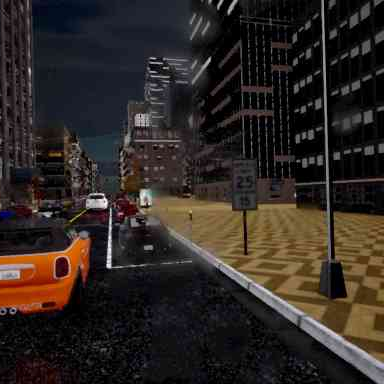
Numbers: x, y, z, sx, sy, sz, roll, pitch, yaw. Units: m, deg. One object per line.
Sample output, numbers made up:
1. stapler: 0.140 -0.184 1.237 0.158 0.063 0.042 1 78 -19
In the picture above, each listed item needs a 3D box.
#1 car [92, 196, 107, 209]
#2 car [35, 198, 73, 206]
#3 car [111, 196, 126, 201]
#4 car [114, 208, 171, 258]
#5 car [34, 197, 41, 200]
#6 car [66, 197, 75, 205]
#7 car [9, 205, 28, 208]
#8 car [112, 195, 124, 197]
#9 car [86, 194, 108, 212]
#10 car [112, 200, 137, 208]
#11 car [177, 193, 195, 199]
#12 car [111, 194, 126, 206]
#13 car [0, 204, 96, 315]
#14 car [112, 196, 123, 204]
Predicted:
1. car: -13.113 1.448 47.405 1.882 1.535 5.008 -2 0 -13
2. car: -11.452 1.561 27.417 2.128 1.511 4.902 -2 0 -13
3. car: -7.087 1.455 33.976 1.887 1.381 4.507 -1 0 -14
4. car: -1.855 1.480 12.362 2.008 1.369 4.403 -1 0 -14
5. car: -38.757 1.659 80.017 4.507 1.381 1.887 -1 -1 -14
6. car: -20.421 1.640 53.455 1.752 1.417 4.829 -1 0 -14
7. car: -8.086 1.559 13.453 1.882 1.535 5.008 -2 1 -14
8. car: -8.434 1.431 39.544 1.752 1.417 4.829 -1 0 -14
9. car: -10.644 1.199 37.399 2.150 2.045 5.566 -2 0 -13
10. car: -4.470 1.502 23.169 1.802 1.307 4.206 -1 0 -14
11. car: -1.804 1.134 89.295 4.097 1.590 1.967 -1 -1 -14
12. car: -12.322 1.207 55.588 2.192 1.841 5.009 -1 0 -14
13. car: -3.444 1.357 7.445 2.097 1.767 4.553 -2 0 -14
14. car: -13.626 1.432 60.993 1.887 1.381 4.507 -1 0 -14
